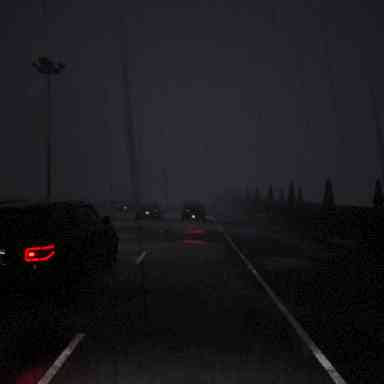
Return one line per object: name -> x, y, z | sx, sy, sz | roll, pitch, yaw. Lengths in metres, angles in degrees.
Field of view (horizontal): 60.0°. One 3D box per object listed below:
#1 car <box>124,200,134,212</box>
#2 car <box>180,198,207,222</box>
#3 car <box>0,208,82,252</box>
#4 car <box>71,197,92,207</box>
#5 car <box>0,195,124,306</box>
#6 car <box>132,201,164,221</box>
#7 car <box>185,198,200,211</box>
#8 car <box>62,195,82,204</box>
car -> -6.898, 1.579, 36.384 | 1.994, 1.385, 4.181 | 0, 0, 0
car -> 0.102, 1.506, 26.156 | 1.837, 1.490, 4.892 | 0, 0, 0
car -> -6.899, 1.542, 15.084 | 2.033, 1.411, 5.357 | 0, 0, 0
car -> -17.500, 1.557, 52.880 | 1.837, 1.490, 4.892 | 0, 0, 0
car -> -3.400, 1.217, 8.161 | 2.150, 2.045, 5.566 | 0, 0, 0
car -> -3.398, 1.567, 27.365 | 1.994, 1.385, 4.181 | 0, 0, 0
car -> 0.103, 1.553, 42.769 | 1.812, 1.442, 4.674 | 0, 0, 0
car -> -20.996, 1.274, 58.420 | 1.837, 1.490, 4.892 | 0, 0, 0
